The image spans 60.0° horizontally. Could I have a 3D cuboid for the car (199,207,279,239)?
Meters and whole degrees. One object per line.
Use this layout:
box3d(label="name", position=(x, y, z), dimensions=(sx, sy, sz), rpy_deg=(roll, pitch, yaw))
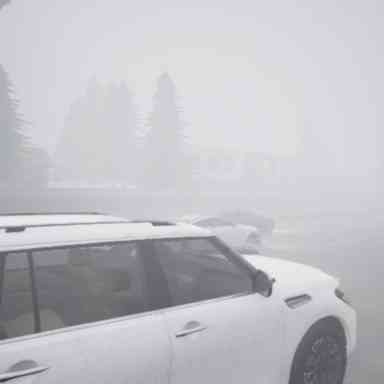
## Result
box3d(label="car", position=(2.643, 1.630, 18.526), dimensions=(4.181, 1.385, 1.994), rpy_deg=(0, 0, -35))

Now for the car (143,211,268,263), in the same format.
box3d(label="car", position=(0.622, 1.566, 12.785), dimensions=(4.674, 1.442, 1.812), rpy_deg=(0, 0, -35))

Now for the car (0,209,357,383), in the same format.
box3d(label="car", position=(-0.689, 1.229, 3.254), dimensions=(5.566, 2.045, 2.150), rpy_deg=(0, 0, -35))

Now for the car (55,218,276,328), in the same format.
box3d(label="car", position=(-0.401, 1.528, 7.759), dimensions=(4.892, 1.490, 1.837), rpy_deg=(0, 0, -35))
